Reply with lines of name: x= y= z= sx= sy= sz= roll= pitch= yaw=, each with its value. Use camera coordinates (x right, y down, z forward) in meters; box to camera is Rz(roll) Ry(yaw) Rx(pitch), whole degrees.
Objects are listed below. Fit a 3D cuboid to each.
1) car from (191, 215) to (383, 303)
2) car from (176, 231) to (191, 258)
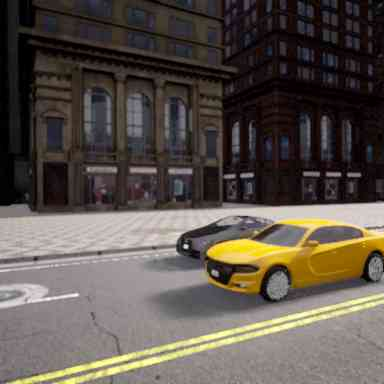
car: x=2.700 y=1.414 z=8.136 sx=5.008 sy=1.535 sz=1.882 roll=0 pitch=0 yaw=-27
car: x=1.585 y=1.487 z=11.220 sx=4.181 sy=1.385 sz=1.994 roll=0 pitch=0 yaw=-27
